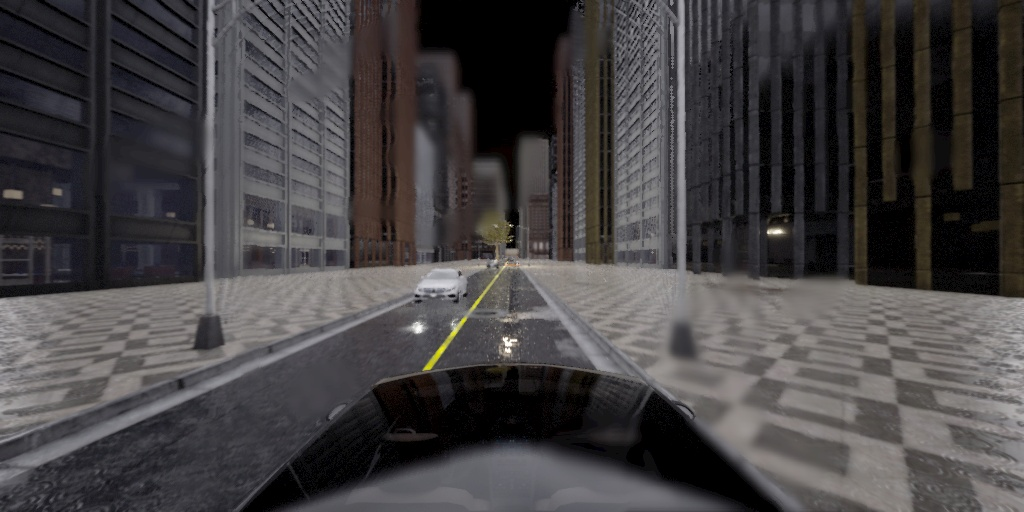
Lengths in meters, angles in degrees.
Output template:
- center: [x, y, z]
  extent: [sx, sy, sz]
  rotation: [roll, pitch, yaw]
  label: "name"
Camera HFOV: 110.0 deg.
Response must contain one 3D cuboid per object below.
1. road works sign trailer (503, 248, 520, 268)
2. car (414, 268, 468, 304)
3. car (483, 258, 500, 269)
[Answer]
- center: [-0.020, 0.316, 64.902]
  extent: [2.380, 3.560, 2.880]
  rotation: [0, 0, 0]
  label: "road works sign trailer"
- center: [-3.105, 1.284, 16.504]
  extent: [1.812, 1.442, 4.674]
  rotation: [0, 0, 0]
  label: "car"
- center: [-3.063, 1.326, 58.179]
  extent: [2.128, 1.511, 4.902]
  rotation: [0, 0, 1]
  label: "car"
